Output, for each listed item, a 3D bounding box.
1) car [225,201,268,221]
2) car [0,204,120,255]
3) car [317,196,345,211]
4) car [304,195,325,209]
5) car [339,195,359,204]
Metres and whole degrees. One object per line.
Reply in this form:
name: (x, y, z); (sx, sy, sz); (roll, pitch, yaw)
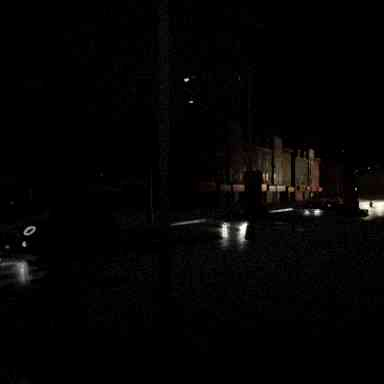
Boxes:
car: (4.524, 1.439, 27.110); (1.882, 1.535, 5.008); (-1, 0, 36)
car: (-5.197, 1.346, 13.544); (2.097, 1.767, 4.553); (-1, 0, 36)
car: (16.603, 1.470, 38.986); (1.994, 1.385, 4.181); (-1, 0, 36)
car: (15.978, 1.486, 42.956); (1.994, 1.385, 4.181); (-1, 0, 36)
car: (22.358, 1.487, 47.101); (1.895, 1.301, 4.718); (-1, 0, 36)
